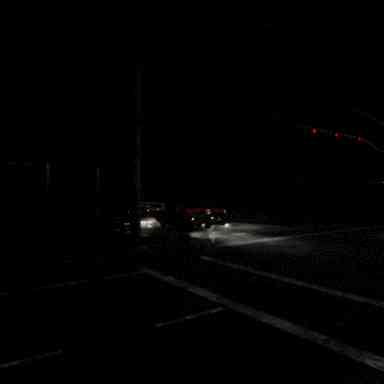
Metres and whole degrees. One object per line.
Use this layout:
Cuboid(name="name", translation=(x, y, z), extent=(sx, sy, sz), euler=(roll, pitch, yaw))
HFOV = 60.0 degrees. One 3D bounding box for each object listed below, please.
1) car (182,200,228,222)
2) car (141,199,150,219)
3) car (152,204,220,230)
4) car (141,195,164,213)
Cuboid(name="car", translation=(0.720, 1.439, 26.098), extent=(2.097, 1.767, 4.553), euler=(0, 0, -36))
Cuboid(name="car", translation=(-5.930, 1.585, 29.372), extent=(1.837, 1.490, 4.892), euler=(0, 0, -36))
Cuboid(name="car", translation=(-0.538, 1.681, 21.771), extent=(1.895, 1.301, 4.718), euler=(0, 0, -34))
Cuboid(name="car", translation=(-4.858, 1.309, 33.886), extent=(2.150, 2.045, 5.566), euler=(0, 0, -36))
